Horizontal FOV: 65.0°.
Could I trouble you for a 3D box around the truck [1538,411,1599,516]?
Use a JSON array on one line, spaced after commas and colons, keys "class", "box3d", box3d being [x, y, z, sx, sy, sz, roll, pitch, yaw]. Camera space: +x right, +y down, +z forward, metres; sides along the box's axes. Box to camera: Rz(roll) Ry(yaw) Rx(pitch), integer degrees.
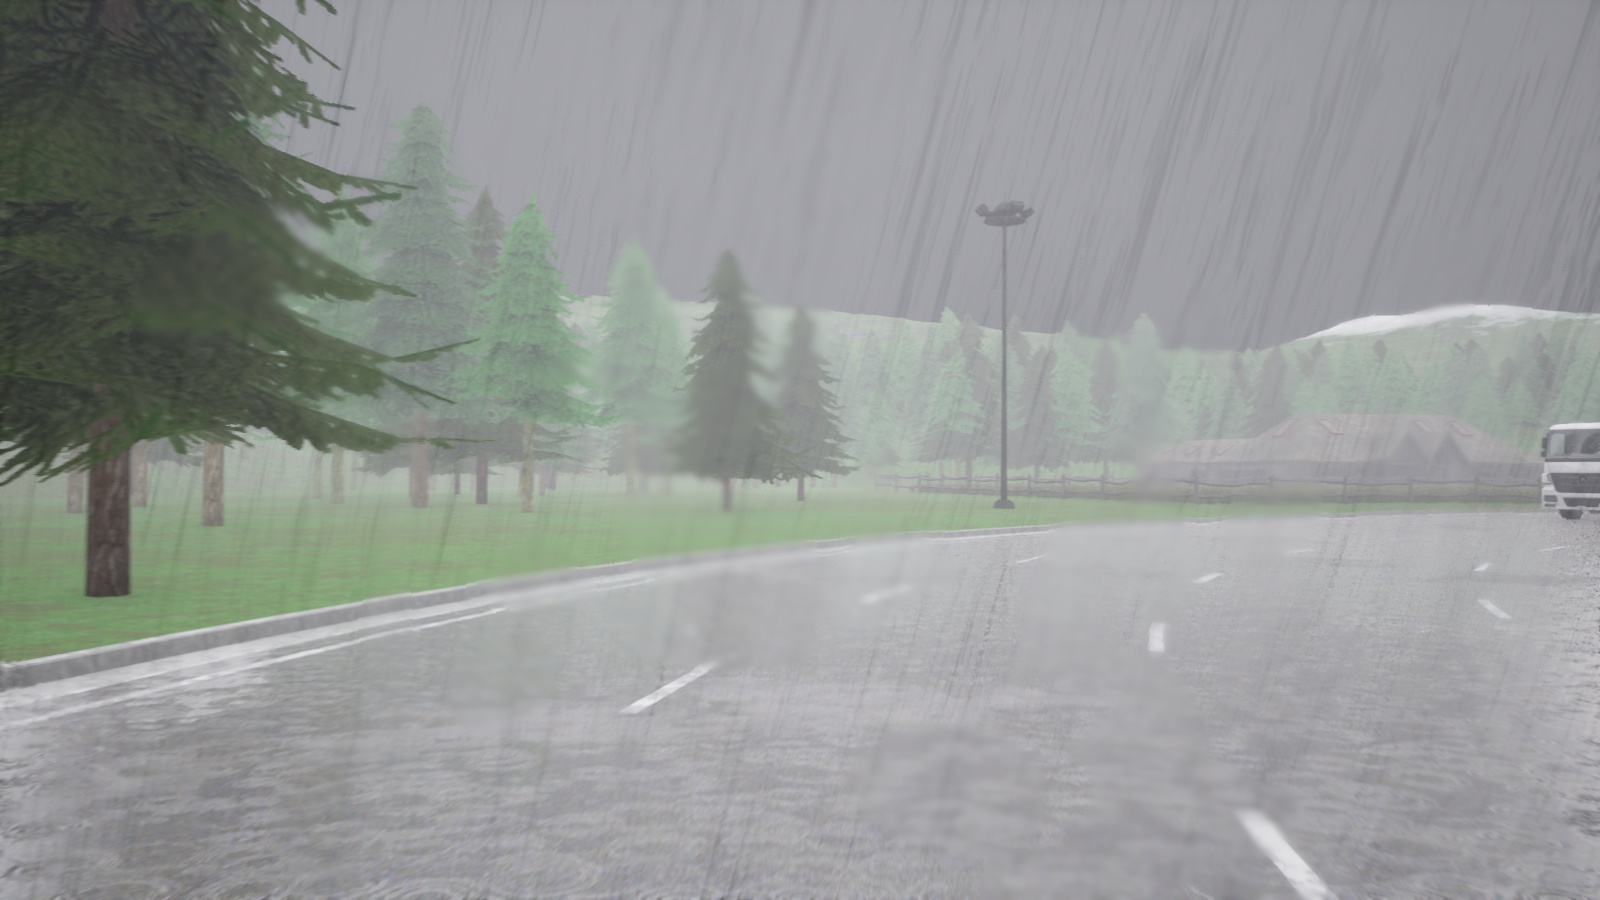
[{"class": "truck", "box3d": [29.624, 0.488, 44.140, 7.936, 3.462, 2.891, 0, -1, -31]}]
